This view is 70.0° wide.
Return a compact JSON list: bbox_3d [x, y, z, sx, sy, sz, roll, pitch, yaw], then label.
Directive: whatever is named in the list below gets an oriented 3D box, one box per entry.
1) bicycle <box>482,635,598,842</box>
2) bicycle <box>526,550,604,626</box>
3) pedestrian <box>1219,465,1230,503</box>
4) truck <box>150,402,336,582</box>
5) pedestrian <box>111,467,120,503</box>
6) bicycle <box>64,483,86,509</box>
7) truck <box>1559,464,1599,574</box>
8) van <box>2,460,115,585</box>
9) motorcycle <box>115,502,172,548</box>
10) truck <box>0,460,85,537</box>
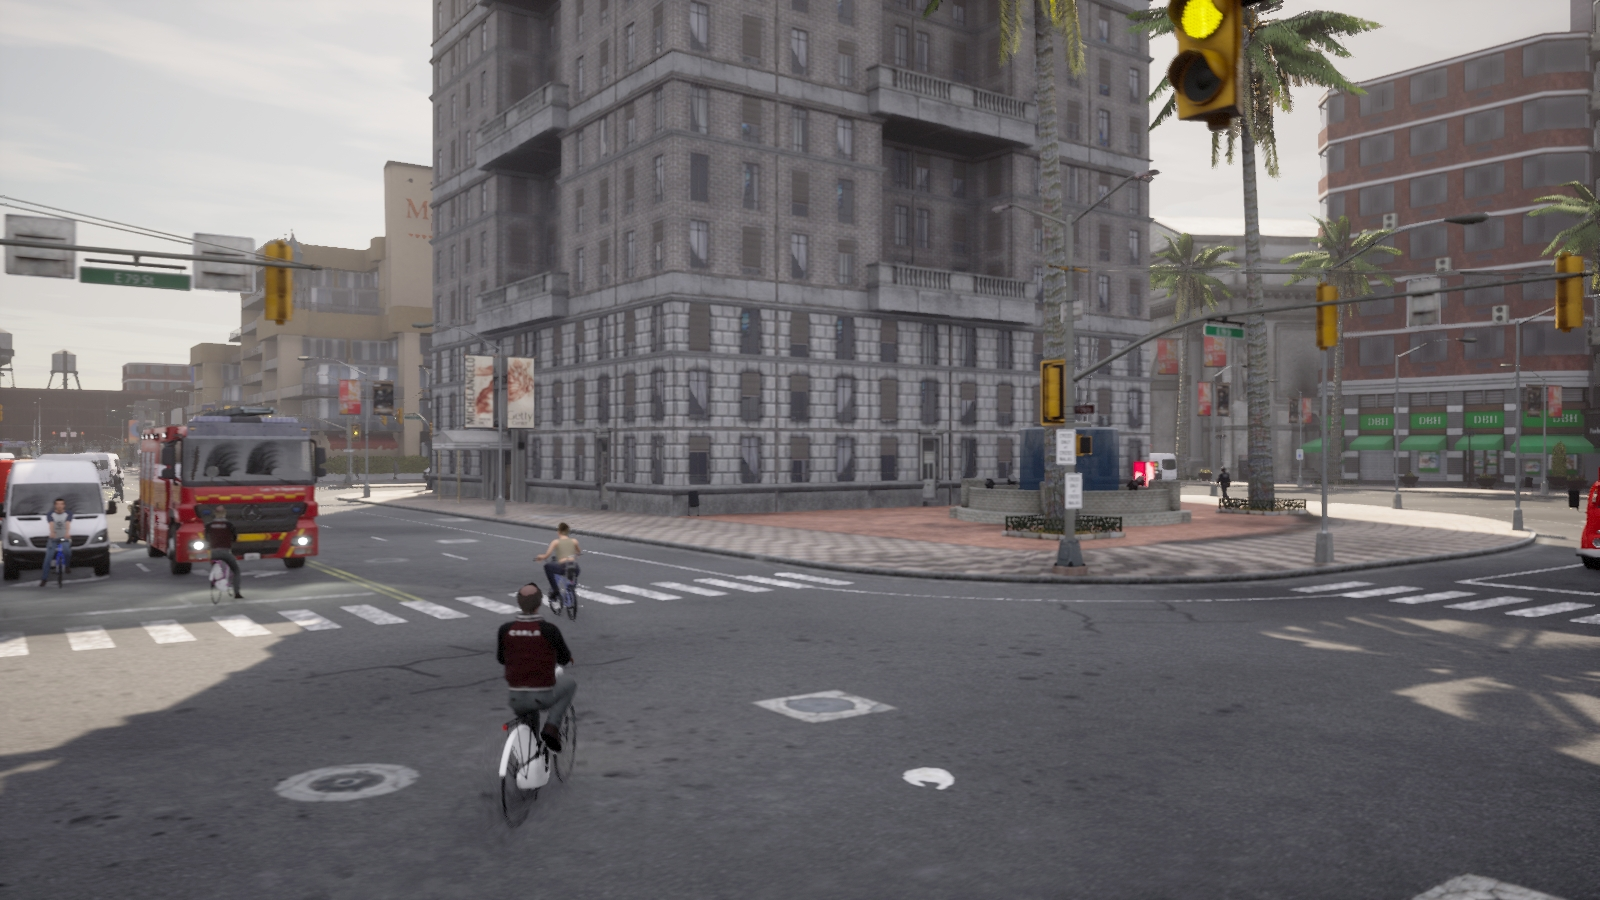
[{"bbox_3d":[-2.021,2.210,9.086,0.329,1.171,1.835,-1,0,5],"label":"bicycle"},{"bbox_3d":[-3.919,2.258,18.946,0.859,1.080,1.487,-1,-1,-28],"label":"bicycle"},{"bbox_3d":[21.020,1.697,56.543,0.375,1.860,0.375,0,0,-7],"label":"pedestrian"},{"bbox_3d":[-14.130,0.891,28.545,2.891,3.827,8.468,0,0,-35],"label":"truck"},{"bbox_3d":[-36.070,1.848,60.231,0.375,1.860,0.375,0,0,-33],"label":"pedestrian"},{"bbox_3d":[-35.214,2.210,55.521,0.329,1.171,1.835,0,0,-13],"label":"bicycle"},{"bbox_3d":[20.324,1.568,27.015,5.204,2.467,2.627,0,0,-41],"label":"truck"},{"bbox_3d":[-17.492,1.534,26.813,1.988,2.561,5.915,0,0,-35],"label":"van"},{"bbox_3d":[-19.521,2.205,33.963,2.209,1.251,0.867,0,0,43],"label":"motorcycle"},{"bbox_3d":[-26.231,1.573,39.189,2.627,2.467,5.204,0,0,-35],"label":"truck"}]
